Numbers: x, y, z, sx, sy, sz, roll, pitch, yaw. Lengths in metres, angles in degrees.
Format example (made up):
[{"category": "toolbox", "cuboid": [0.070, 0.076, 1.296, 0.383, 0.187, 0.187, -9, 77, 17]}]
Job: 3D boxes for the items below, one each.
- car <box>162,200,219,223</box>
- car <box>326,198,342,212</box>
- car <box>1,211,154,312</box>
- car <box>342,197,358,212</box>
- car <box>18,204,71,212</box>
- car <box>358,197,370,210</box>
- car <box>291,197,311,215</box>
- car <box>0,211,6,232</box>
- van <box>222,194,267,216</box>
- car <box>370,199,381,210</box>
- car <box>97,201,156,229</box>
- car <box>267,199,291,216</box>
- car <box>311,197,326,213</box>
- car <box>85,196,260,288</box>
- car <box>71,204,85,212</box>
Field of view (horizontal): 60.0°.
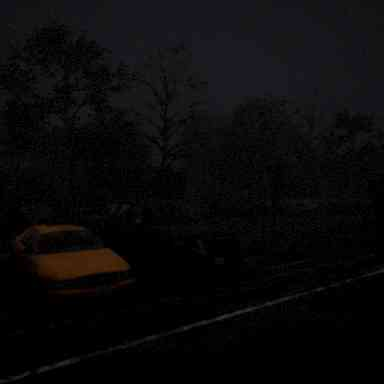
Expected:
[{"category": "car", "cuboid": [-0.251, 1.482, 26.472, 2.163, 1.488, 4.792, 0, 0, -36]}, {"category": "car", "cuboid": [13.260, 1.285, 36.208, 2.185, 1.767, 4.553, 0, 0, -36]}, {"category": "car", "cuboid": [-3.156, 1.483, 8.123, 1.946, 1.575, 5.366, 0, 0, -36]}, {"category": "car", "cuboid": [15.533, 1.404, 37.802, 2.097, 1.535, 5.008, 0, 0, -36]}, {"category": "car", "cuboid": [-9.302, 1.483, 20.043, 2.231, 1.521, 4.892, 0, 0, -36]}, {"category": "car", "cuboid": [17.797, 1.399, 39.407, 2.231, 1.521, 4.892, 0, 0, -36]}, {"category": "car", "cuboid": [8.766, 1.423, 32.950, 2.097, 1.535, 5.008, 0, 0, -36]}, {"category": "car", "cuboid": [-11.560, 1.489, 18.428, 2.097, 1.535, 5.008, 0, 0, -36]}, {"category": "van", "cuboid": [4.179, 1.212, 29.819, 1.878, 1.987, 4.442, 0, 0, -36]}, {"category": "car", "cuboid": [20.034, 1.422, 41.049, 2.163, 1.488, 4.792, 0, 0, -36]}, {"category": "car", "cuboid": [-4.676, 1.464, 23.115, 1.946, 1.575, 5.366, 0, 0, -36]}, {"category": "car", "cuboid": [6.506, 1.470, 31.336, 2.002, 1.452, 4.674, 0, 0, -36]}, {"category": "car", "cuboid": [11.022, 1.457, 34.567, 2.002, 1.452, 4.674, 0, 0, -36]}, {"category": "car", "cuboid": [-0.967, 1.227, 9.881, 2.435, 2.045, 5.566, 0, 0, -36]}, {"category": "car", "cuboid": [-7.058, 1.504, 21.676, 2.163, 1.488, 4.792, 0, 0, -36]}]
